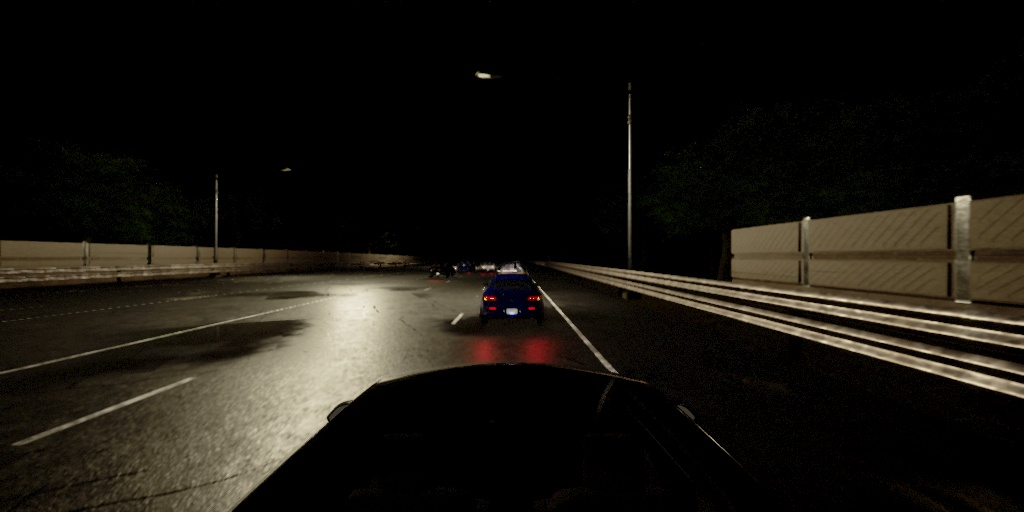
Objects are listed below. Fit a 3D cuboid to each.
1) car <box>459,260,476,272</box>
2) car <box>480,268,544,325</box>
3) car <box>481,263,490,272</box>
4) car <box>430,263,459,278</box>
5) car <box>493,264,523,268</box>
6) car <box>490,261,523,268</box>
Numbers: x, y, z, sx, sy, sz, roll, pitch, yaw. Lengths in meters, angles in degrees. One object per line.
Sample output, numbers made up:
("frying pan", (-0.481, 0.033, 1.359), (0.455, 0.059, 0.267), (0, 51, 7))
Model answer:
("car", (-6.517, 1.341, 51.485), (2.097, 1.767, 4.553), (0, 0, 2))
("car", (0.003, 1.299, 11.792), (1.812, 1.442, 4.674), (0, 0, 0))
("car", (-3.076, 1.555, 49.890), (1.895, 1.301, 4.718), (0, 0, 2))
("car", (-6.899, 1.395, 35.976), (1.837, 1.490, 4.892), (0, 0, 1))
("car", (0.001, 1.401, 22.502), (1.895, 1.301, 4.718), (0, 0, 0))
("car", (-0.279, 1.324, 28.501), (2.128, 1.511, 4.902), (0, 0, 2))
